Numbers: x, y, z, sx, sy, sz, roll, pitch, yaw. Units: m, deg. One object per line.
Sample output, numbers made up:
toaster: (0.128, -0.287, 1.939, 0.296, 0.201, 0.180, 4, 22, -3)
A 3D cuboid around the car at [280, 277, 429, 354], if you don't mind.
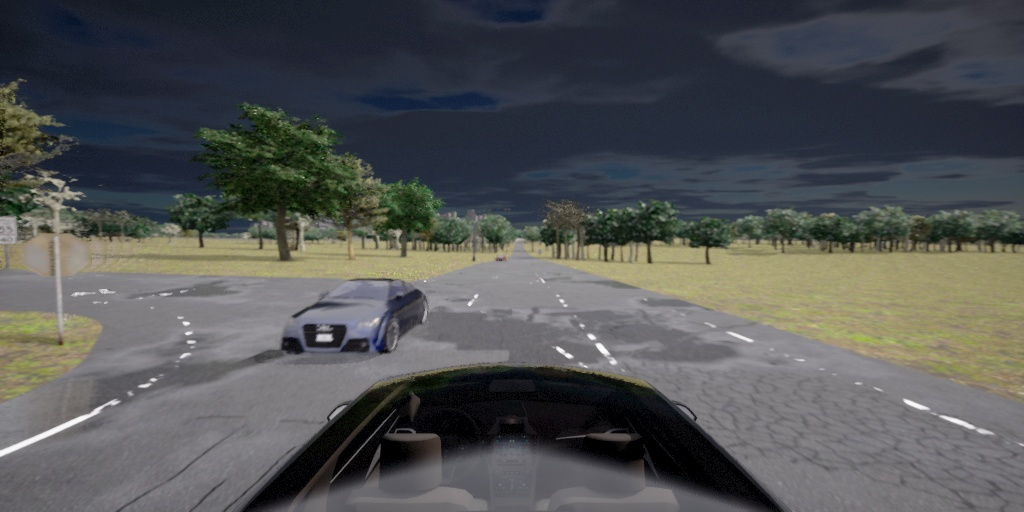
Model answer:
car: (-3.355, 1.218, 8.459, 1.994, 1.385, 4.181, 0, 2, 1)
